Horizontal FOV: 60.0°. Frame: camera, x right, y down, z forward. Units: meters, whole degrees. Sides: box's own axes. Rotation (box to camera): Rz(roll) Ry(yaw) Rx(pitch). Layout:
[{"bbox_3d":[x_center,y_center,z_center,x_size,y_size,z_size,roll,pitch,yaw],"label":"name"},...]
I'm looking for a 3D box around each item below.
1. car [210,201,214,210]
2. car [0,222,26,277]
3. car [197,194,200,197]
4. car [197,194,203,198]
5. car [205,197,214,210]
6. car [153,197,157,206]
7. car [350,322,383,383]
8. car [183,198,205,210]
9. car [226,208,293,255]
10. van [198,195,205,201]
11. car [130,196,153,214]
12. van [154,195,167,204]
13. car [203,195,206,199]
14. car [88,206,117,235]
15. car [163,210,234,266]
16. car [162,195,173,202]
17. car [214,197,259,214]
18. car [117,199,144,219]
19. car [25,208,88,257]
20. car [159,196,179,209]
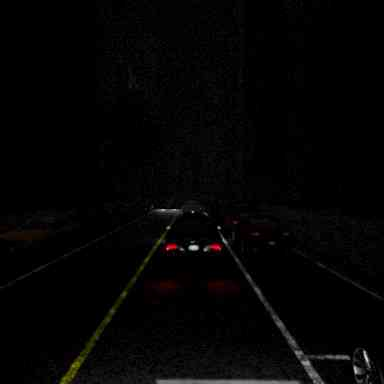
[{"bbox_3d":[2.658,1.612,24.584,1.947,1.339,4.313,0,0,0],"label":"car"},{"bbox_3d":[-5.860,1.594,7.670,1.802,1.307,4.206,0,0,0],"label":"car"},{"bbox_3d":[2.634,1.659,75.334,1.967,1.590,4.097,0,0,0],"label":"car"},{"bbox_3d":[2.636,1.739,69.695,1.887,1.381,4.507,0,0,0],"label":"car"},{"bbox_3d":[2.655,1.374,30.224,2.192,1.841,5.009,0,0,0],"label":"car"},{"bbox_3d":[-5.875,1.652,41.508,1.947,1.339,4.313,0,0,0],"label":"car"},{"bbox_3d":[2.668,1.569,2.029,1.947,1.339,4.313,0,0,0],"label":"car"},{"bbox_3d":[0.075,1.590,32.543,1.812,1.442,4.674,0,0,0],"label":"car"},{"bbox_3d":[2.662,1.566,13.307,1.887,1.381,4.507,0,0,0],"label":"car"},{"bbox_3d":[2.625,1.643,92.252,1.690,1.788,3.998,0,0,0],"label":"van"},{"bbox_3d":[-5.873,1.388,35.868,2.192,1.841,5.009,0,0,0],"label":"car"},{"bbox_3d":[-5.884,1.487,58.426,1.690,1.788,3.998,0,0,0],"label":"van"},{"bbox_3d":[2.978,1.586,49.265,1.882,1.535,5.008,0,0,0],"label":"car"},{"bbox_3d":[-5.865,1.600,18.949,1.947,1.339,4.313,0,0,0],"label":"car"},{"bbox_3d":[0.061,1.566,11.544,2.033,1.411,5.357,0,0,0],"label":"car"},{"bbox_3d":[-5.894,1.560,80.984,2.192,1.841,5.009,0,0,0],"label":"car"},{"bbox_3d":[2.660,1.348,18.947,2.192,1.841,5.009,0,0,0],"label":"car"},{"bbox_3d":[-5.870,1.604,30.228,1.887,1.381,4.507,0,0,0],"label":"car"},{"bbox_3d":[-5.862,1.547,13.139,1.752,1.417,4.829,0,0,0],"label":"car"},{"bbox_3d":[-3.111,1.623,46.036,1.812,1.442,4.674,0,0,0],"label":"car"}]
